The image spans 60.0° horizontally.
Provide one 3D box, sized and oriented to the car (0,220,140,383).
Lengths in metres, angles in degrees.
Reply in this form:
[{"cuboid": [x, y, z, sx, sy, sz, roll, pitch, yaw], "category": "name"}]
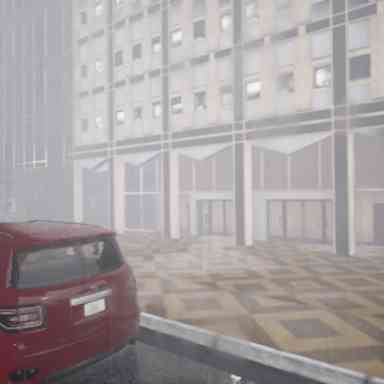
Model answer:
[{"cuboid": [-3.006, 1.364, 5.027, 5.009, 1.841, 2.192, -1, -1, 36], "category": "car"}]
